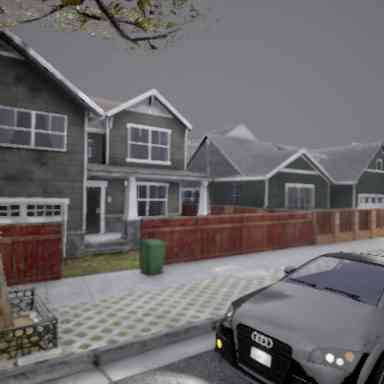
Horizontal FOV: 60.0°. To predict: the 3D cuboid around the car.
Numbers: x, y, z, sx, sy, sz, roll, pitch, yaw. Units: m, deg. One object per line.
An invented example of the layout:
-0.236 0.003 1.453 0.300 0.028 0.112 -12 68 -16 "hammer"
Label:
2.367 1.618 4.758 4.181 1.385 1.994 1 -1 -35 "car"
